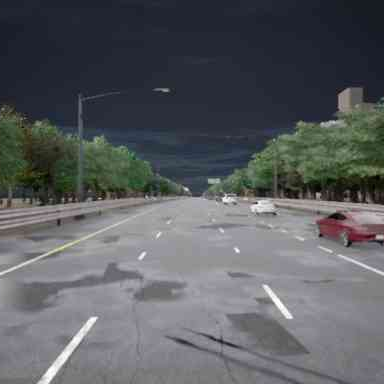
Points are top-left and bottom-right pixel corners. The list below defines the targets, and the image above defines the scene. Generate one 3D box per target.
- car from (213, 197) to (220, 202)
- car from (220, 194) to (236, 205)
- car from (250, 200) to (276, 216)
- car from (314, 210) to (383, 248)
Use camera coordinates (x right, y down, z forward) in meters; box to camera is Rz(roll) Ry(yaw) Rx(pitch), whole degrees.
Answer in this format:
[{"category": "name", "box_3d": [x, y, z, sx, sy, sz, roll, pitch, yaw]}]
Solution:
[{"category": "car", "box_3d": [7.315, 2.062, 90.512, 1.812, 1.442, 4.674, 0, -1, 0]}, {"category": "car", "box_3d": [7.129, 1.421, 63.426, 2.150, 2.045, 5.566, 0, -1, 0]}, {"category": "car", "box_3d": [7.019, 1.546, 32.988, 1.812, 1.442, 4.674, 0, 0, 0]}, {"category": "car", "box_3d": [7.034, 1.532, 14.775, 1.812, 1.442, 4.674, 0, 0, 0]}]
